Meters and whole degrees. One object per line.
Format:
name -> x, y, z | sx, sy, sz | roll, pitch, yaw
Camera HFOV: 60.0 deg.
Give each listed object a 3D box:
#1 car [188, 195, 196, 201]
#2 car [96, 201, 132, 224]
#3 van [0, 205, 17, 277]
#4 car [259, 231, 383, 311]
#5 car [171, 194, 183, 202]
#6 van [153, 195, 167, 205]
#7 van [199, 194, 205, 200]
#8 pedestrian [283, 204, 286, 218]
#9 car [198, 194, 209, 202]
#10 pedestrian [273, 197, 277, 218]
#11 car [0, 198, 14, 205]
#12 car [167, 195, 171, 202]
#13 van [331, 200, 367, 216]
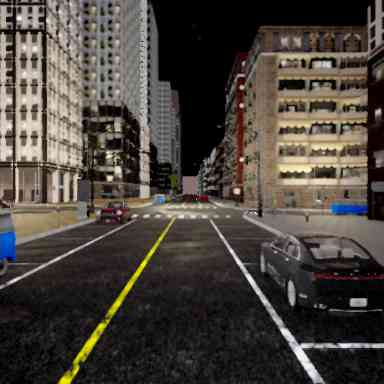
car -> -0.005, 1.485, 86.056 | 1.882, 1.535, 5.008 | 0, 0, 0
car -> -5.694, 1.436, 24.502 | 1.967, 1.590, 4.097 | 0, 0, 0
van -> -5.692, 1.339, 7.556 | 1.690, 1.788, 3.998 | 0, 0, 0
car -> 2.689, 1.549, 7.556 | 2.008, 1.369, 4.403 | 0, 0, 0
car -> -3.007, 1.535, 77.554 | 2.128, 1.511, 4.902 | 0, 0, 0
van -> -5.697, 1.341, 56.976 | 1.690, 1.788, 3.998 | 0, 0, 0
van -> 2.680, 1.359, 90.284 | 1.690, 1.788, 3.998 | 0, 0, 0
pedestrian -> 8.132, 1.608, 29.238 | 0.375, 1.300, 0.375 | 0, 0, 0
car -> 2.682, 1.323, 73.631 | 2.192, 1.841, 5.009 | 0, 0, 0
pedestrian -> 7.132, 1.303, 28.638 | 0.375, 1.860, 0.375 | 0, 0, 0
car -> -21.135, 1.064, 35.283 | 4.097, 1.590, 1.967 | 1, -1, 0
car -> -5.699, 1.536, 79.010 | 1.752, 1.417, 4.829 | 0, 0, 0
van -> 16.926, 1.699, 35.237 | 3.998, 1.788, 1.690 | 1, -1, 0
